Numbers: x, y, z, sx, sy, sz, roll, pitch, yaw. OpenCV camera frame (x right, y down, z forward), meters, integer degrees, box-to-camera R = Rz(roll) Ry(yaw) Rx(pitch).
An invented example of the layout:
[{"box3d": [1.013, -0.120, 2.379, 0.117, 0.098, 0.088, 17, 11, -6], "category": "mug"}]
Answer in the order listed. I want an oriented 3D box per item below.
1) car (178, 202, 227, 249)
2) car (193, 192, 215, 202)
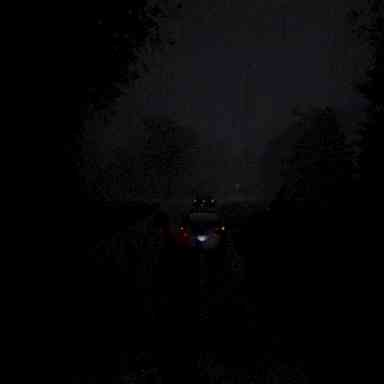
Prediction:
[{"box3d": [0.429, 1.352, 13.648, 1.812, 1.442, 4.674, 0, 1, 2], "category": "car"}, {"box3d": [1.149, 0.807, 31.672, 2.097, 1.767, 4.553, 0, 1, 3], "category": "car"}]
